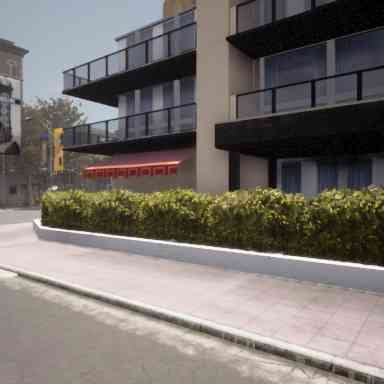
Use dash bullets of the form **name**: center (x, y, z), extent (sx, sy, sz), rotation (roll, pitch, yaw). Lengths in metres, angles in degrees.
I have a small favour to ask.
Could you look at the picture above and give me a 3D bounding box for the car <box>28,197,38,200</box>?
- **car**: center (-34.495, 1.481, 68.404), extent (4.892, 1.521, 2.231), rotation (0, 0, 37)
